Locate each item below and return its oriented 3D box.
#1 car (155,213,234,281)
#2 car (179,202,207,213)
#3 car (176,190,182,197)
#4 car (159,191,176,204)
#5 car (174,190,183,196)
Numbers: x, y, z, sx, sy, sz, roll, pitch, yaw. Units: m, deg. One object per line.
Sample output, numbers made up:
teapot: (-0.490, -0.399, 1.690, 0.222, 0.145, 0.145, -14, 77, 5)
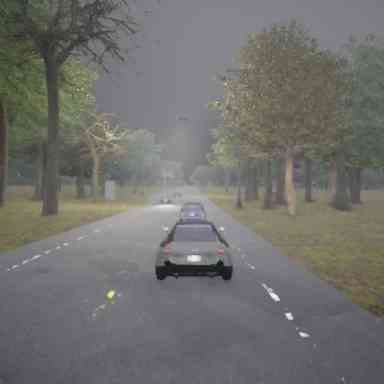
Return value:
car: (0.057, 1.517, 9.776, 1.994, 1.385, 4.181, 0, 0, 0)
car: (0.043, 1.413, 23.112, 2.033, 1.411, 5.357, 0, 1, 0)
car: (-3.371, 0.418, 77.210, 1.994, 1.385, 4.181, 0, 1, -2)
car: (-3.905, 1.030, 49.887, 2.128, 1.511, 4.902, 0, 1, -3)
car: (-3.510, 0.261, 84.731, 2.128, 1.511, 4.902, 0, 1, 0)
